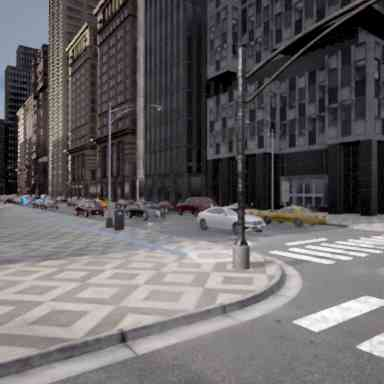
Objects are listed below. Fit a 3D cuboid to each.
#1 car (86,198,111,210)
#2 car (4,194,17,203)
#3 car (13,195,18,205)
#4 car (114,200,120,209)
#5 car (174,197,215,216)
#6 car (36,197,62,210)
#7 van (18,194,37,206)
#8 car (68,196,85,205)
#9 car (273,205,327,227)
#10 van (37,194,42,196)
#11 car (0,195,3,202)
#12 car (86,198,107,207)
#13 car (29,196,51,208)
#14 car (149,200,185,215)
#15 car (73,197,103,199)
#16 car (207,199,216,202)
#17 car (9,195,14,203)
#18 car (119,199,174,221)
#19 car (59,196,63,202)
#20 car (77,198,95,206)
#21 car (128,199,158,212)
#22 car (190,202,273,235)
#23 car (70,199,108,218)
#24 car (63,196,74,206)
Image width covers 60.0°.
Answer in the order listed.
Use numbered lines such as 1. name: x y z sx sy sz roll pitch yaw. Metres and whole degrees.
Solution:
1. car: -13.077 1.597 46.300 1.882 1.535 5.008 0 0 -35
2. car: -38.893 1.525 72.710 2.192 1.841 5.009 0 0 -35
3. car: -32.322 1.701 63.425 1.752 1.417 4.829 0 0 -35
4. car: -9.290 1.671 45.639 2.008 1.369 4.403 0 0 -35
5. car: 0.419 1.389 31.922 2.192 1.841 5.009 0 0 -35
6. car: -19.475 1.692 45.273 1.802 1.307 4.206 0 0 -35
7. van: -29.184 1.500 58.991 1.690 1.788 3.998 0 0 -35
8. car: -22.234 1.626 63.929 1.967 1.590 4.097 0 0 -35
9. car: 6.793 1.570 22.916 1.752 1.417 4.829 0 0 -35
10. van: -38.416 1.613 86.791 1.690 1.788 3.998 0 0 -35
11. car: -45.366 1.685 81.854 1.967 1.590 4.097 0 0 -35
12. car: -15.762 1.718 54.784 1.947 1.339 4.313 0 0 -35
13. car: -22.711 1.708 49.845 1.802 1.307 4.206 0 0 -35
14. car: -2.817 1.634 36.494 1.887 1.381 4.507 0 0 -35
15. car: -12.204 1.571 39.651 1.882 1.535 5.008 0 0 -35
16. car: 3.557 1.585 27.488 1.752 1.417 4.829 0 0 -35
17. car: -35.656 1.775 68.136 1.802 1.307 4.206 0 0 -35
18. car: -3.886 1.545 27.865 2.128 1.511 4.902 0 0 -35
19. car: -28.706 1.660 73.073 1.967 1.590 4.097 0 0 -35
20. car: -18.998 1.751 59.356 1.802 1.307 4.206 0 0 -35
21. car: -6.152 1.631 41.206 1.752 1.417 4.829 0 0 -35
22. car: 2.126 1.551 19.329 1.812 1.442 4.674 0 0 -37
23. car: -9.766 1.607 31.555 1.887 1.381 4.507 0 0 -35
24. car: -19.130 1.697 54.764 2.033 1.411 5.357 0 0 -35
